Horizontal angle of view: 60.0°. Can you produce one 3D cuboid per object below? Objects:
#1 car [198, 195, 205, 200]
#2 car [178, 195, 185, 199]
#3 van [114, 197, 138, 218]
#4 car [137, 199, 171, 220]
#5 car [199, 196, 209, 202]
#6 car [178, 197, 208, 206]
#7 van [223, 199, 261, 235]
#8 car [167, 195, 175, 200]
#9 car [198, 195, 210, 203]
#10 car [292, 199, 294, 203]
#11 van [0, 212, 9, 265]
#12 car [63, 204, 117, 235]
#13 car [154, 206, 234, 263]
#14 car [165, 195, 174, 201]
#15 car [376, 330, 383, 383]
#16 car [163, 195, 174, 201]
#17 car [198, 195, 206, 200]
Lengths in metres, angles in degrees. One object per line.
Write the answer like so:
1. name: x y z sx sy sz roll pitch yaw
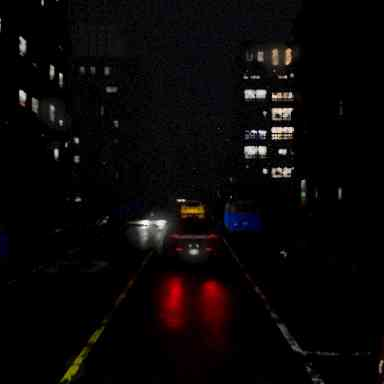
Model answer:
1. car: 2.682 1.565 95.294 1.802 1.307 4.206 0 0 0
2. car: -3.010 1.504 95.578 2.128 1.511 4.902 0 0 0
3. van: -5.803 1.330 29.726 1.690 1.788 3.998 0 0 0
4. car: -3.079 1.553 27.737 1.994 1.385 4.181 0 0 0
5. car: 2.685 1.533 73.156 2.008 1.369 4.403 0 0 0
6. car: 0.069 1.468 27.289 1.882 1.535 5.008 0 0 1
7. van: 2.691 1.334 18.454 1.690 1.788 3.998 0 0 0
8. car: -5.698 1.548 89.760 1.947 1.339 4.313 0 0 0
9. car: 2.686 1.422 67.622 1.967 1.590 4.097 0 0 0
10. car: 18.252 1.245 53.176 4.313 1.339 1.947 -1 1 0
11. van: -5.689 1.338 7.184 1.690 1.788 3.998 0 0 0
12. car: -5.691 1.575 18.457 1.802 1.307 4.206 0 0 0
13. car: 0.066 1.487 11.860 2.128 1.511 4.902 0 0 0
14. car: -5.697 1.564 84.225 1.802 1.307 4.206 0 0 0
15. car: 2.691 1.544 1.545 1.887 1.381 4.507 0 0 0
16. car: -5.697 1.532 78.691 2.008 1.369 4.403 0 0 0
17. car: 2.683 1.564 89.760 1.802 1.307 4.206 0 0 0
